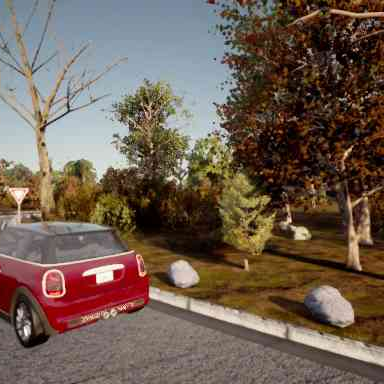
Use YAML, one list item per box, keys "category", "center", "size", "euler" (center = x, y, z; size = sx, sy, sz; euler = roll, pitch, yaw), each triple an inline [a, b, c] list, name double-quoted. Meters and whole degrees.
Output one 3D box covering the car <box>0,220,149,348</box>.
- category: "car"
  center: [-2.951, 1.366, 6.628]
  size: [4.553, 1.767, 2.097]
  euler: [0, 0, 42]
